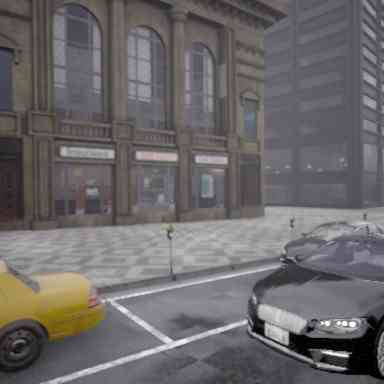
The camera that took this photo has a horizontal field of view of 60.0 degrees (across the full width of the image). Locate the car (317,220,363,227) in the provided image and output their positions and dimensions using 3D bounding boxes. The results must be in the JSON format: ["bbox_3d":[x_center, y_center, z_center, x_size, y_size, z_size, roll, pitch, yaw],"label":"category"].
[{"bbox_3d":[4.493,1.559,9.887,4.403,1.369,2.008,0,-1,-36],"label":"car"}]

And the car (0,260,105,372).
[{"bbox_3d":[-3.588,1.530,4.095,4.829,1.417,1.752,0,-1,-36],"label":"car"}]

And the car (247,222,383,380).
[{"bbox_3d":[3.041,1.496,5.555,4.902,1.511,2.128,0,0,-36],"label":"car"}]
